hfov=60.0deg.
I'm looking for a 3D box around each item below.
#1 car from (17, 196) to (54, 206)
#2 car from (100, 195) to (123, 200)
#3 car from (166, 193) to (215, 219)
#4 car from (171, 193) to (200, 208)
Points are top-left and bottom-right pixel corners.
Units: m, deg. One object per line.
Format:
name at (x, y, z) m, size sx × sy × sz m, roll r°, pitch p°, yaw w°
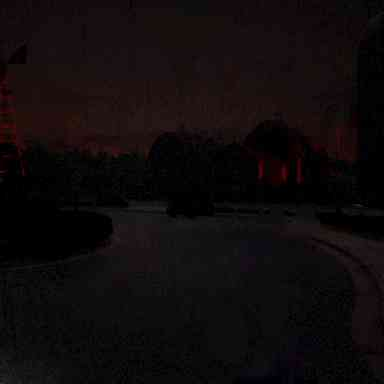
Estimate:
car at (-18.614, 1.188, 39.746) m, size 1.784 × 1.438 × 3.905 m, roll 1°, pitch 0°, yaw 35°
car at (-12.262, 1.141, 50.997) m, size 1.816 × 1.474 × 4.193 m, roll 1°, pitch 0°, yaw 35°
car at (-0.039, 1.151, 27.082) m, size 1.932 × 1.855 × 4.605 m, roll 1°, pitch 0°, yaw 35°
car at (-0.859, 1.051, 43.780) m, size 1.905 × 1.878 × 3.866 m, roll 1°, pitch 0°, yaw 35°
